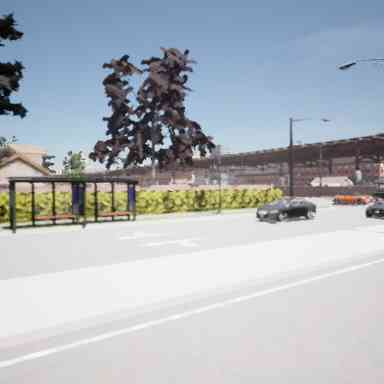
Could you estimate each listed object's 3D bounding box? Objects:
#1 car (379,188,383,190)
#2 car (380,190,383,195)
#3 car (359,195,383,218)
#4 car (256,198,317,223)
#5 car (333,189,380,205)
[{"bbox_3d":[29.453,0.376,50.918,2.150,2.045,5.566,-1,0,-35],"label":"car"},{"bbox_3d":[21.946,0.844,43.049,1.812,1.442,4.674,-1,0,-35],"label":"car"},{"bbox_3d":[14.266,1.163,23.895,4.181,1.385,1.994,-1,1,-35],"label":"car"},{"bbox_3d":[6.464,1.189,22.635,4.902,1.511,2.128,-1,1,-35],"label":"car"},{"bbox_3d":[19.602,0.724,40.269,2.097,1.767,4.553,-1,1,-35],"label":"car"}]
